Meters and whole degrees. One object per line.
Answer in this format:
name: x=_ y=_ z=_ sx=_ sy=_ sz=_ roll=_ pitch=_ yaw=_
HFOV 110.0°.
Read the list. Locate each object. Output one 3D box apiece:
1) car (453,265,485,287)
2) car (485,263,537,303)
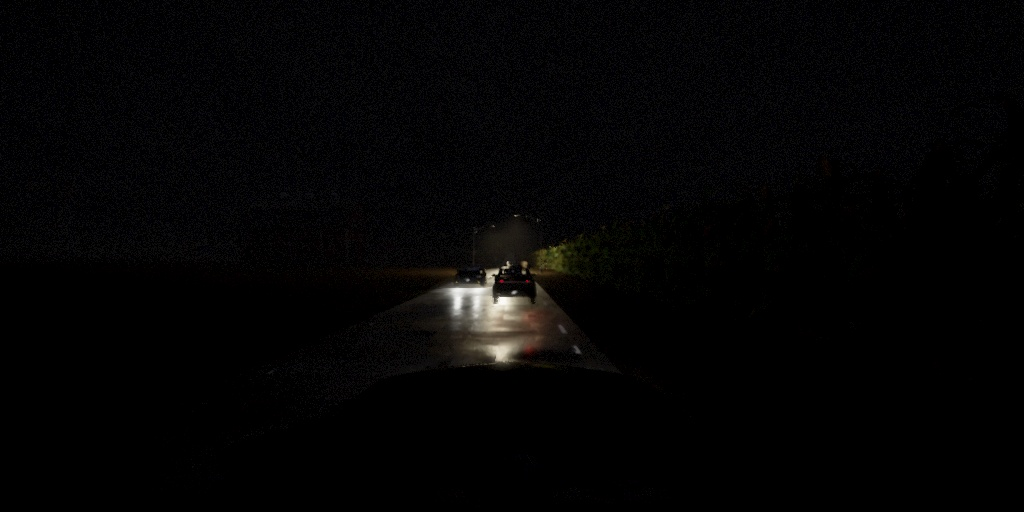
car: x=-2.775 y=1.336 z=24.585 sx=1.994 sy=1.385 sz=4.181 roll=0 pitch=0 yaw=0
car: x=0.096 y=1.246 z=16.646 sx=2.128 sy=1.511 sz=4.902 roll=0 pitch=0 yaw=0
